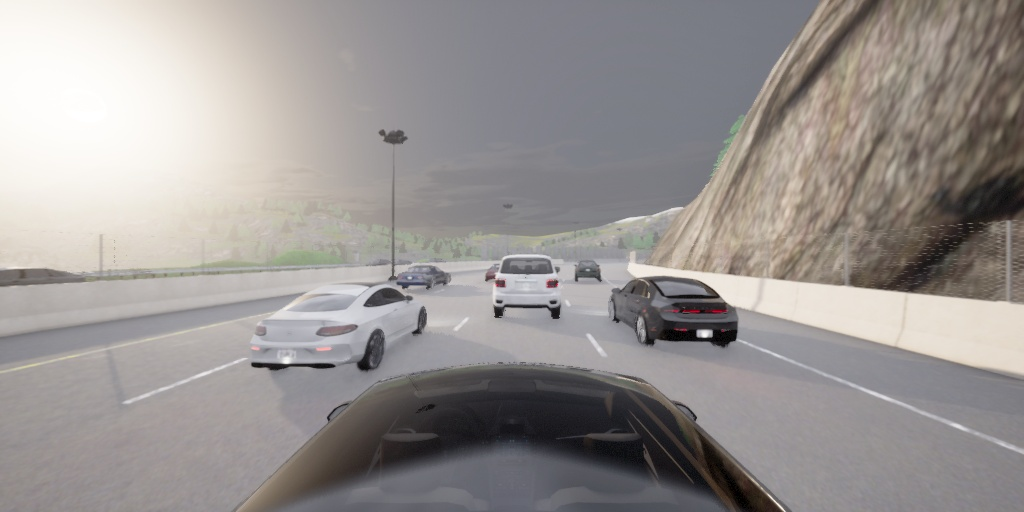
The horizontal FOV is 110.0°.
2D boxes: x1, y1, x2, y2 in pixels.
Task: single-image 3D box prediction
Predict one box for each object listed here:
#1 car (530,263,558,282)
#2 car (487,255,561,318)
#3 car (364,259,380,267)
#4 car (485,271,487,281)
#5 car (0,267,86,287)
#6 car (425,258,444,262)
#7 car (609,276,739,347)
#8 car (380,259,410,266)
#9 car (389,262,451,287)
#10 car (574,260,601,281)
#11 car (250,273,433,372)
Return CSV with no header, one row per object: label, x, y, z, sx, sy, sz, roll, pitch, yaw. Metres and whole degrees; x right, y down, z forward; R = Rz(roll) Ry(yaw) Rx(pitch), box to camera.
car,2.819,1.338,30.419,1.994,1.385,4.181,0,0,10
car,0.605,0.979,13.240,2.150,2.045,5.566,0,0,4
car,-20.413,1.237,54.692,1.837,1.490,4.892,0,0,16
car,-0.866,1.328,29.643,1.994,1.385,4.181,0,0,10
car,-20.527,1.213,14.340,1.837,1.490,4.892,0,0,5
car,-10.907,1.104,49.761,2.097,1.767,4.553,0,0,16
car,3.886,1.269,9.425,1.837,1.490,4.892,0,0,3
car,-16.995,1.231,53.886,2.128,1.511,4.902,0,0,16
car,-5.472,1.297,22.811,2.033,1.411,5.357,0,0,7
car,6.403,1.135,30.573,2.097,1.767,4.553,0,0,10
car,-3.214,1.271,7.550,1.812,1.442,4.674,0,0,2
